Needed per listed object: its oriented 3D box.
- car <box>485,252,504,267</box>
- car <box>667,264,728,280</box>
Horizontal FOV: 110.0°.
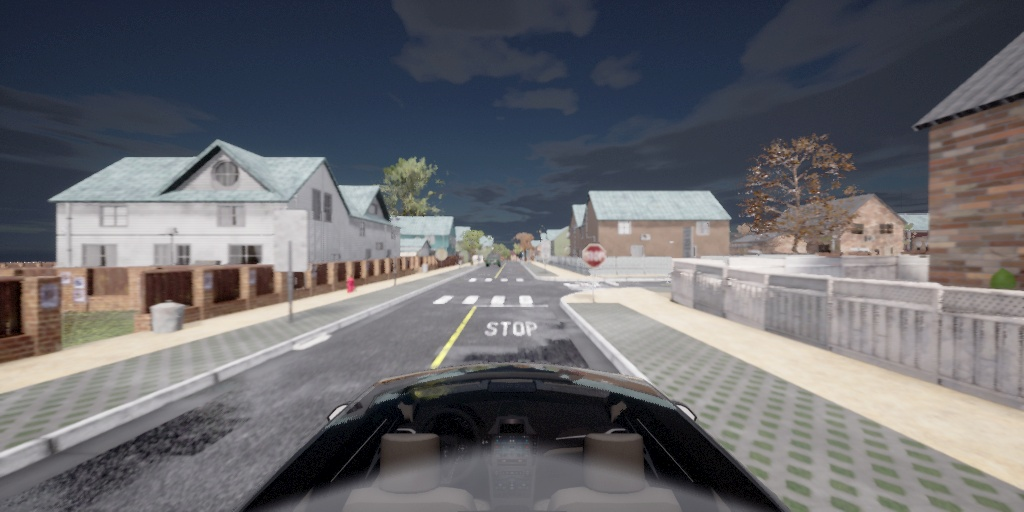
[{"bbox_3d":[-2.789,0.628,53.736,2.150,2.045,5.566,0,0,1],"label":"car"},{"bbox_3d":[11.418,1.050,20.073,4.718,1.301,1.895,-1,0,0],"label":"car"}]
